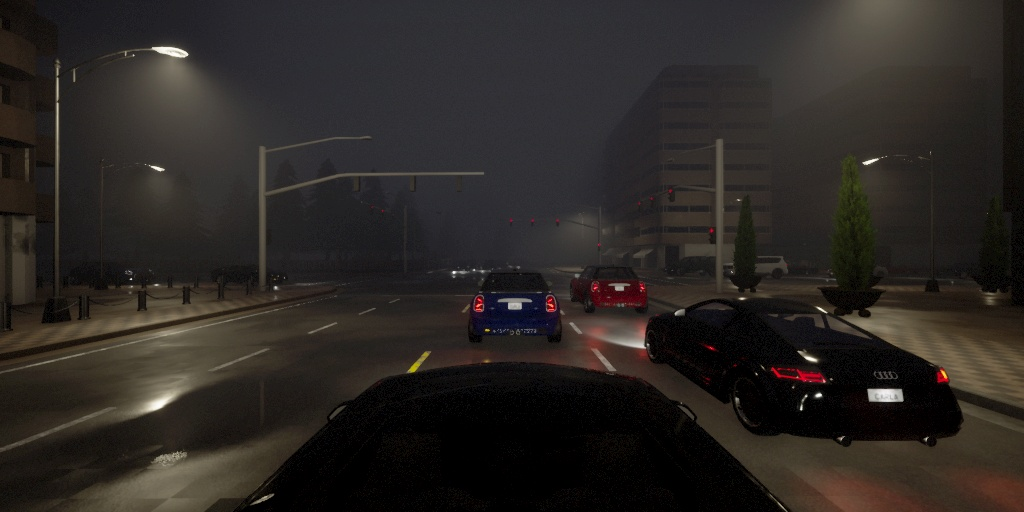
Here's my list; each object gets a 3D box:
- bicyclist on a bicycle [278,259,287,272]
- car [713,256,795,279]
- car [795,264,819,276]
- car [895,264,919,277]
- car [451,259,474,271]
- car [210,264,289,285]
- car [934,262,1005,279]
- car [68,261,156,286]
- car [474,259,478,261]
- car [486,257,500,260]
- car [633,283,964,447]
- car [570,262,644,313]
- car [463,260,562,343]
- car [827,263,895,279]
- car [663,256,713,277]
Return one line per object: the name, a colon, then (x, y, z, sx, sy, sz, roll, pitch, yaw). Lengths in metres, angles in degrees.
bicyclist on a bicycle: (-25.621, 1.106, 40.086, 0.582, 1.620, 1.656, 0, 0, 0)
car: (22.160, 1.027, 32.999, 5.566, 2.045, 2.150, 0, 0, 0)
car: (28.172, 1.406, 36.522, 4.718, 1.301, 1.895, 0, 0, 0)
car: (38.218, 1.406, 36.555, 4.718, 1.301, 1.895, 0, 0, 0)
car: (-6.871, 1.314, 48.624, 1.994, 1.385, 4.181, 0, 0, 2)
car: (-18.681, 1.310, 25.632, 4.892, 1.490, 1.837, 0, 0, 0)
car: (42.122, 1.283, 33.060, 5.008, 1.535, 1.882, 0, 0, 0)
car: (-28.401, 1.157, 25.592, 4.553, 1.767, 2.097, 0, 0, 0)
car: (-6.260, 1.255, 57.513, 1.837, 1.490, 4.892, 0, 0, 7)
car: (-3.231, 1.255, 52.289, 1.837, 1.490, 4.892, 0, 0, 3)
car: (3.605, 1.314, 5.469, 1.994, 1.385, 4.181, 0, 0, 0)
car: (3.602, 1.102, 14.109, 2.097, 1.767, 4.553, 0, 0, 0)
car: (0.081, 1.102, 9.881, 2.097, 1.767, 4.553, 0, 0, 0)
car: (31.798, 1.331, 33.034, 4.674, 1.442, 1.812, 0, 0, 0)
car: (18.412, 1.027, 36.483, 5.566, 2.045, 2.150, 0, 0, 0)
